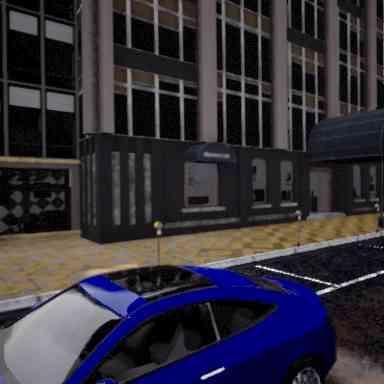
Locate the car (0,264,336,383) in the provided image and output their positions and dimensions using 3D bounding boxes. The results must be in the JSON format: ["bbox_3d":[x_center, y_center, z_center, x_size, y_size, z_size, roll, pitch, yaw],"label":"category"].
[{"bbox_3d":[-0.565,1.503,2.975,4.674,1.442,1.812,-1,1,-35],"label":"car"}]
